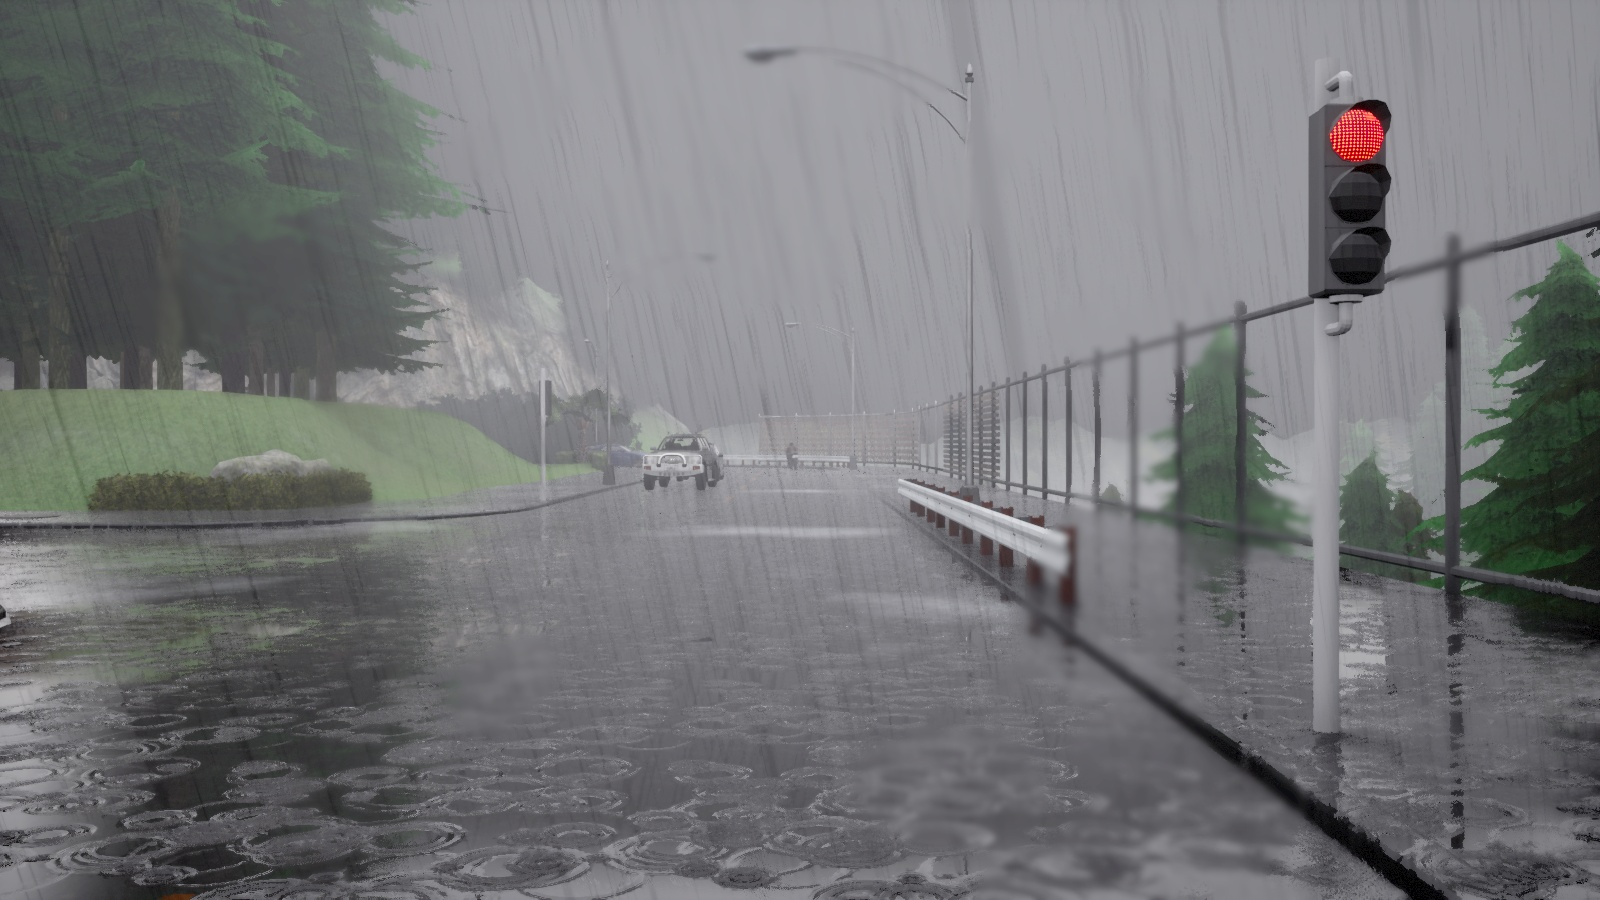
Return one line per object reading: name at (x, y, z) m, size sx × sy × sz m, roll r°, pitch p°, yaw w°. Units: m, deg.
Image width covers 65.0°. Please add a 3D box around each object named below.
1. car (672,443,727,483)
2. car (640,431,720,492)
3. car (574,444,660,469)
car at (-3.912, 0.478, 49.425) m, size 1.845 × 1.501 × 3.633 m, roll 0°, pitch 0°, yaw 0°
car at (-3.834, 0.330, 40.803) m, size 1.932 × 1.855 × 4.605 m, roll 0°, pitch 0°, yaw 3°
car at (-10.642, 0.351, 73.295) m, size 4.674 × 1.442 × 1.812 m, roll 0°, pitch 0°, yaw 4°
